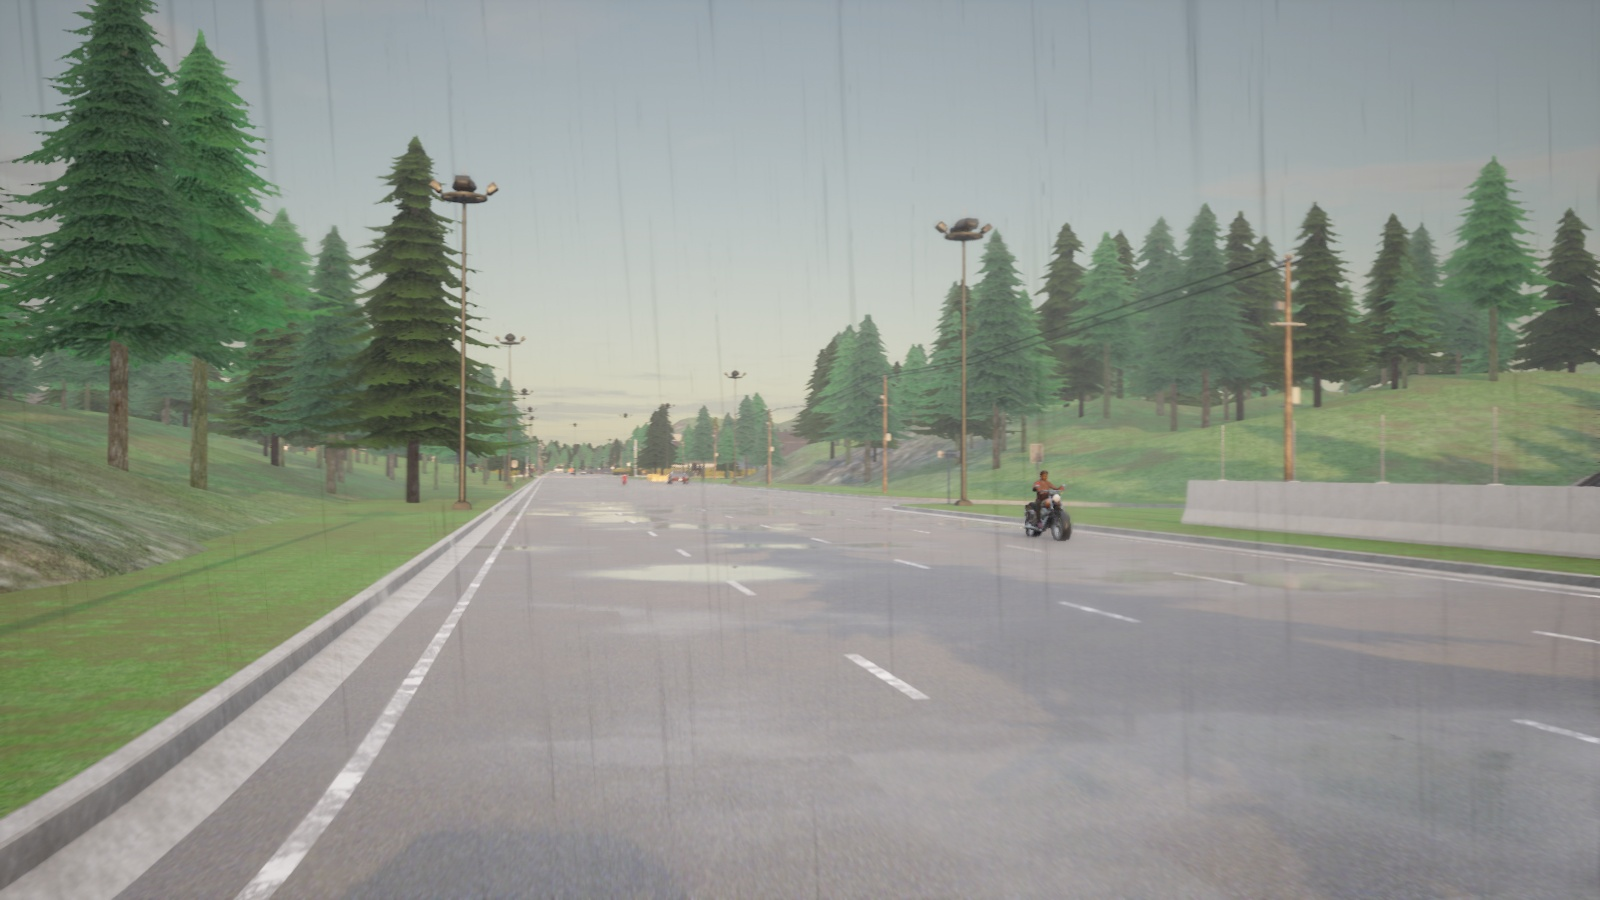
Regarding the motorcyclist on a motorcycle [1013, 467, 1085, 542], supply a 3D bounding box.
[{"bbox_3d":[5.684,1.220,28.868,0.766,1.649,2.350,0,-1,-11],"label":"motorcyclist on a motorcycle"}]
